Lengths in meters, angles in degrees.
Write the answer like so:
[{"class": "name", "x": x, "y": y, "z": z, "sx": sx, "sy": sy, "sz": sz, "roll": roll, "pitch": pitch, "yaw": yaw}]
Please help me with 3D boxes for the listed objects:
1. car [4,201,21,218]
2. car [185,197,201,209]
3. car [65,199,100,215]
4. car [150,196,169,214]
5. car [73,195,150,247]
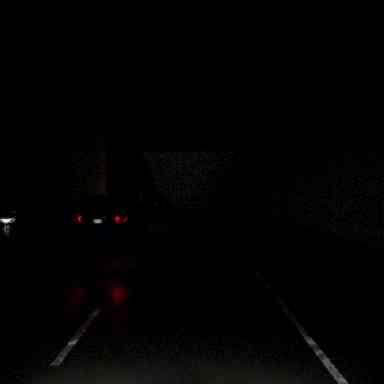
[{"class": "car", "x": -14.100, "y": 1.393, "z": 28.335, "sx": 1.994, "sy": 1.385, "sz": 4.181, "roll": 0, "pitch": 0, "yaw": 0}, {"class": "car", "x": 0.096, "y": 1.298, "z": 41.224, "sx": 2.033, "sy": 1.411, "sz": 5.357, "roll": 0, "pitch": 0, "yaw": 0}, {"class": "car", "x": -10.602, "y": 1.404, "z": 32.577, "sx": 1.895, "sy": 1.301, "sz": 4.718, "roll": 0, "pitch": 0, "yaw": 0}, {"class": "car", "x": -3.403, "y": 1.153, "z": 32.925, "sx": 2.097, "sy": 1.767, "sz": 4.553, "roll": 0, "pitch": 0, "yaw": 0}, {"class": "car", "x": -3.402, "y": 1.132, "z": 14.676, "sx": 2.150, "sy": 2.045, "sz": 5.566, "roll": 0, "pitch": 0, "yaw": 0}]
